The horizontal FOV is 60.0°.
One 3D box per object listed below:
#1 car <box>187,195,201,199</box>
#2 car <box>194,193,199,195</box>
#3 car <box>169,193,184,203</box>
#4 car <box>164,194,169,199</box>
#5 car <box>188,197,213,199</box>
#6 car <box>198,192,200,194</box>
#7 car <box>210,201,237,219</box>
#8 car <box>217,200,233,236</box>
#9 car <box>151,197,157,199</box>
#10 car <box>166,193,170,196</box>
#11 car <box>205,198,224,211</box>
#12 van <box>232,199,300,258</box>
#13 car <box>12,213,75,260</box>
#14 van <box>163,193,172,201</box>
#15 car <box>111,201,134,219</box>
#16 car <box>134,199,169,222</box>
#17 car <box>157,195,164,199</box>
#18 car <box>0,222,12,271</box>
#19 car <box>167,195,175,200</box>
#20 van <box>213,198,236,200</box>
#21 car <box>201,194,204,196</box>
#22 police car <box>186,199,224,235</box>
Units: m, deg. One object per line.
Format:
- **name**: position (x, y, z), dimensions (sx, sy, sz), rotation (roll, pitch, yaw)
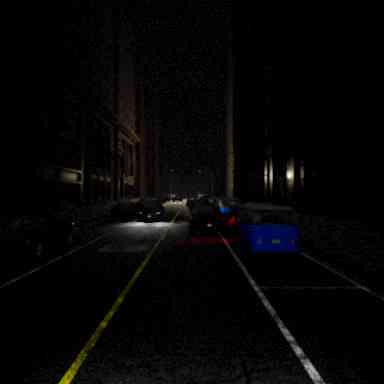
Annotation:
- **car**: position (0.012, 1.544, 52.211), dimensions (1.895, 1.301, 4.718), rotation (0, 0, 0)
- **car**: position (0.017, 1.475, 67.374), dimensions (2.033, 1.411, 5.357), rotation (0, 0, 0)
- **car**: position (-2.986, 1.464, 67.845), dimensions (1.994, 1.385, 4.181), rotation (0, 0, 0)
- **car**: position (-5.835, 1.504, 63.050), dimensions (1.802, 1.307, 4.206), rotation (1, 0, 0)
- **car**: position (0.749, 1.455, 28.889), dimensions (1.882, 1.535, 5.008), rotation (0, 0, 0)
- **car**: position (2.696, 1.415, 85.553), dimensions (1.887, 1.381, 4.507), rotation (1, 0, 0)
- **car**: position (2.683, 1.527, 29.305), dimensions (2.008, 1.369, 4.403), rotation (1, 0, 0)
- **car**: position (2.682, 1.429, 18.055), dimensions (1.967, 1.590, 4.097), rotation (1, 0, 0)
- **car**: position (-5.840, 1.512, 40.551), dimensions (2.008, 1.369, 4.403), rotation (1, 0, 0)
- **car**: position (-5.831, 1.338, 74.298), dimensions (1.967, 1.590, 4.097), rotation (1, 0, 0)
- **car**: position (2.685, 1.513, 40.555), dimensions (2.008, 1.369, 4.403), rotation (1, 0, 0)
- **van**: position (2.681, 1.334, 12.431), dimensions (1.690, 1.788, 3.998), rotation (1, 0, 0)
- **car**: position (-5.847, 1.537, 12.429), dimensions (1.887, 1.381, 4.507), rotation (1, 0, 0)
- **van**: position (-5.829, 1.225, 79.922), dimensions (1.690, 1.788, 3.998), rotation (1, 0, 0)
- **car**: position (-5.842, 1.521, 29.303), dimensions (1.887, 1.381, 4.507), rotation (1, 0, 0)
- **car**: position (-3.102, 1.505, 26.487), dimensions (1.812, 1.442, 4.674), rotation (0, 0, 0)
- **car**: position (-5.838, 1.470, 51.630), dimensions (1.752, 1.417, 4.829), rotation (1, 0, 0)
- **car**: position (-5.847, 1.436, 6.804), dimensions (1.967, 1.590, 4.097), rotation (1, 0, 0)
- **car**: position (-5.829, 1.422, 91.172), dimensions (1.947, 1.339, 4.313), rotation (1, 0, 0)
- **van**: position (2.684, 1.324, 23.681), dimensions (1.690, 1.788, 3.998), rotation (1, 0, 0)
- **car**: position (2.688, 1.489, 51.803), dimensions (1.887, 1.381, 4.507), rotation (1, 0, 0)
- **police car**: position (0.758, 1.413, 18.962), dimensions (1.930, 1.638, 5.238), rotation (0, 0, -3)
